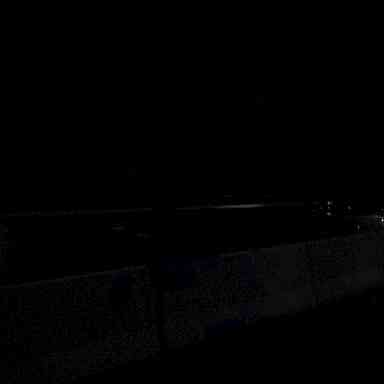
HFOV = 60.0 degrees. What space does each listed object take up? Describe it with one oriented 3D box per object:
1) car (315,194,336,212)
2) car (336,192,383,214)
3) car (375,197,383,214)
[{"bbox_3d":[14.716,1.037,33.991,4.553,1.767,2.097,-1,1,-29],"label":"car"},{"bbox_3d":[16.408,1.026,30.927,5.566,2.045,2.150,-1,0,-29],"label":"car"},{"bbox_3d":[18.132,1.314,27.882,5.357,1.411,2.033,-1,0,-29],"label":"car"}]
